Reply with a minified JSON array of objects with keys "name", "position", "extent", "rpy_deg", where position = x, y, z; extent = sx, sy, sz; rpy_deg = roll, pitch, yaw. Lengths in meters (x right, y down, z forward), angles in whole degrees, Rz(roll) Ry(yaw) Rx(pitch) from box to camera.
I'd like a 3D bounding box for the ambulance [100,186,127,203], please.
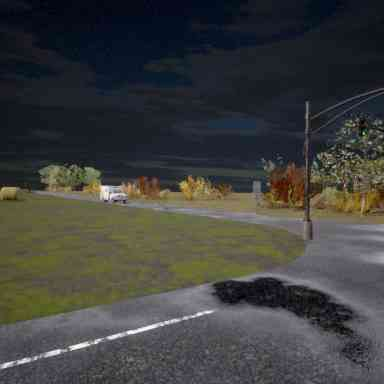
[{"name":"ambulance","position":[-11.822,0.341,50.096],"extent":[2.351,2.431,6.366],"rpy_deg":[2,0,-32]}]
